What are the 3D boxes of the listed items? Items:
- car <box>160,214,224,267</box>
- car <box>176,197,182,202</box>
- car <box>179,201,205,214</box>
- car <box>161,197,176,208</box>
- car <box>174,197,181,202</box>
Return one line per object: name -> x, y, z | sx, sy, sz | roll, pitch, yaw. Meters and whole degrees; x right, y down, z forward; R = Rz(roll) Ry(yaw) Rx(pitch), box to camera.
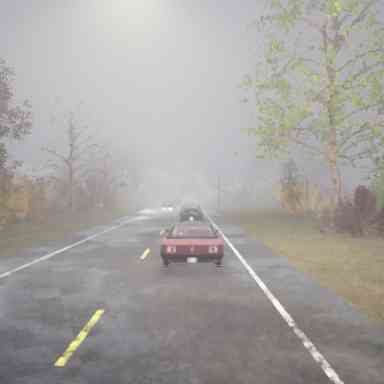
car -> 0.022, 1.697, 11.804 | 1.895, 1.301, 4.718 | 0, 0, 0
car -> -3.831, 1.952, 84.000 | 2.128, 1.511, 4.902 | 0, 0, -2
car -> -0.040, 1.729, 27.442 | 1.837, 1.490, 4.892 | 0, 0, 0
car -> -4.283, 1.938, 58.154 | 2.128, 1.511, 4.902 | 0, 0, -4
car -> -3.993, 2.042, 91.308 | 1.837, 1.490, 4.892 | 0, 0, 0
